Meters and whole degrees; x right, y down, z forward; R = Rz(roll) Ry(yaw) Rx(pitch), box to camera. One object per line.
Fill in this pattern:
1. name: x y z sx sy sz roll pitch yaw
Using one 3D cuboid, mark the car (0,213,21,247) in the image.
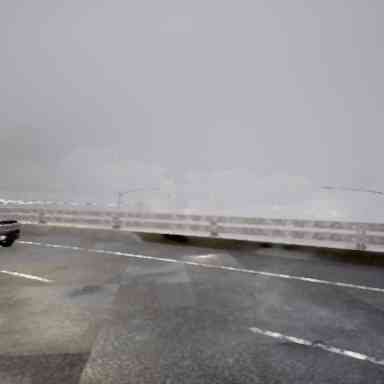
1. car: -8.971 1.439 13.224 4.902 1.511 2.128 0 0 28
